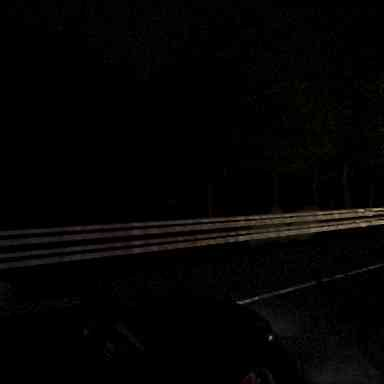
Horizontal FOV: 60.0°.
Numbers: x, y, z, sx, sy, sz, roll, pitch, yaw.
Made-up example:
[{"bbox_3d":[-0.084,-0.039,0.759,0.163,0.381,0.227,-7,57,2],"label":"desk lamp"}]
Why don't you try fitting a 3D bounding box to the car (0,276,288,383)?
[{"bbox_3d":[-1.190,1.524,2.899,4.674,1.442,1.812,0,0,-36],"label":"car"}]
